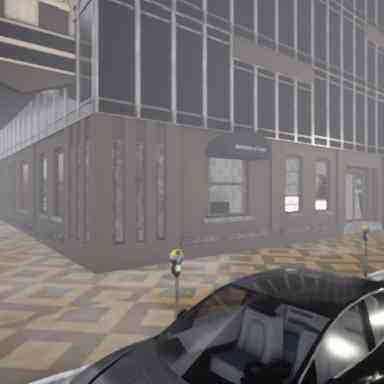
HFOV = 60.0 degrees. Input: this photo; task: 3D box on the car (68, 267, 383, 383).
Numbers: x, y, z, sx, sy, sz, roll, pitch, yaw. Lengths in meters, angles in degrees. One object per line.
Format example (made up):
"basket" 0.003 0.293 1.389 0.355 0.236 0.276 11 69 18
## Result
"car" 0.921 1.563 3.260 4.313 1.339 1.947 0 0 -37
